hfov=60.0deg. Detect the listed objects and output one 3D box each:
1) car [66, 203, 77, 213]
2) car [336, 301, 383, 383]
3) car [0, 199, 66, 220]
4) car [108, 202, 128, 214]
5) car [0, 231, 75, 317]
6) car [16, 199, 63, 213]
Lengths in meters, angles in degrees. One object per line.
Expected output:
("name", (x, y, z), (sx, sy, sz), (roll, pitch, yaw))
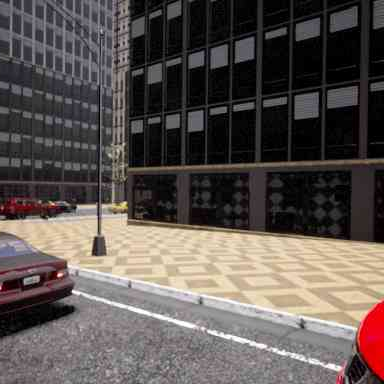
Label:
("car", (-15.595, 1.754, 37.856), (1.895, 1.301, 4.718), (1, 0, 37))
("car", (3.501, 1.223, 1.178), (5.566, 2.045, 2.150), (0, 0, 36))
("car", (-14.385, 1.512, 29.775), (2.192, 1.841, 5.009), (1, 0, 37))
("car", (-7.567, 1.823, 38.972), (1.752, 1.417, 4.829), (1, 0, 37))
("car", (-4.772, 1.542, 7.100), (5.357, 1.411, 2.033), (0, 0, 35))
("car", (-17.862, 1.633, 39.158), (1.752, 1.417, 4.829), (1, 0, 37))
